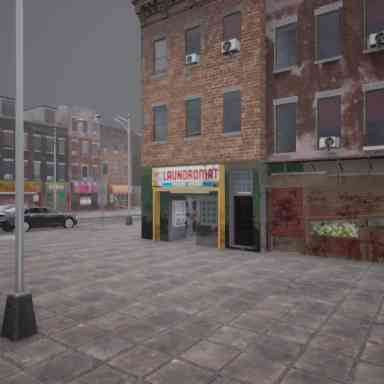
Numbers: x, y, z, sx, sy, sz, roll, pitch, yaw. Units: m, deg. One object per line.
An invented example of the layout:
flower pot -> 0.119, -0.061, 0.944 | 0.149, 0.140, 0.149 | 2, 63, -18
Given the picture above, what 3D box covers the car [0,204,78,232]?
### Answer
car -> -9.290, 1.574, 20.184 | 1.837, 1.490, 4.892 | 0, 0, 35
